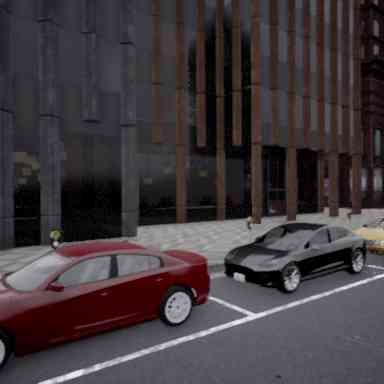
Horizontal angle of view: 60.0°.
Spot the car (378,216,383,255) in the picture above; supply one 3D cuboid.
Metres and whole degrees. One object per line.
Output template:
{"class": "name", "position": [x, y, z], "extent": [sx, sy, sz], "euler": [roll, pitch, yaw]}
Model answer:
{"class": "car", "position": [7.276, 1.416, 11.842], "extent": [4.829, 1.417, 1.752], "euler": [-1, 0, -36]}

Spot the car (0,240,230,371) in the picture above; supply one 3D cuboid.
{"class": "car", "position": [-1.762, 1.531, 5.393], "extent": [4.507, 1.381, 1.887], "euler": [-1, 0, -36]}

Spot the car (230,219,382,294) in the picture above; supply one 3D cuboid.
{"class": "car", "position": [2.827, 1.503, 8.667], "extent": [4.313, 1.339, 1.947], "euler": [-1, 0, -36]}
